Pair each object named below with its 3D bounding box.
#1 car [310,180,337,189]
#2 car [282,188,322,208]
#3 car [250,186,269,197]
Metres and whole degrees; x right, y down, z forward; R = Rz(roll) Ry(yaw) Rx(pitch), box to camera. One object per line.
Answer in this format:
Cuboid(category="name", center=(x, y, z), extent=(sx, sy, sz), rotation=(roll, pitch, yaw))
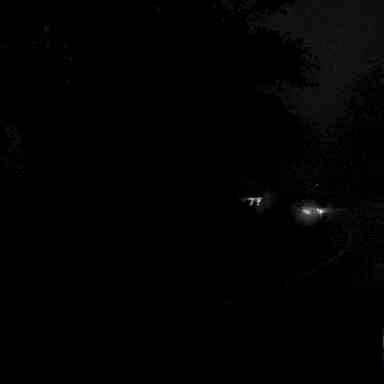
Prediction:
Cuboid(category="car", center=(24.160, -1.377, 61.271), extent=(4.553, 1.767, 2.097), rotation=(-3, 2, -15))
Cuboid(category="car", center=(9.939, 0.669, 30.332), extent=(1.994, 1.385, 4.181), rotation=(-3, 2, -12))
Cuboid(category="car", center=(9.990, -0.049, 49.317), extent=(2.128, 1.511, 4.902), rotation=(-2, 2, 27))
